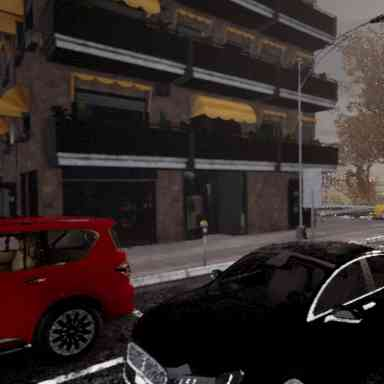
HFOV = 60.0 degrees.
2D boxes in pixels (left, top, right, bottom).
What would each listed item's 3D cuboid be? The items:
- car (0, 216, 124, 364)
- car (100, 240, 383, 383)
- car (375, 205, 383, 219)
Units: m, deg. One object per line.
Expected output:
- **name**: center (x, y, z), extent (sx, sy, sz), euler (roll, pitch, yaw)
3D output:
- **car**: center (-3.196, 1.317, 4.297), extent (5.009, 1.841, 2.192), euler (0, -1, -35)
- **car**: center (1.509, 1.483, 4.446), extent (4.892, 1.490, 1.837), euler (0, 0, -35)
- **car**: center (16.596, 1.427, 25.133), extent (1.882, 1.535, 5.008), euler (-1, 2, -36)
